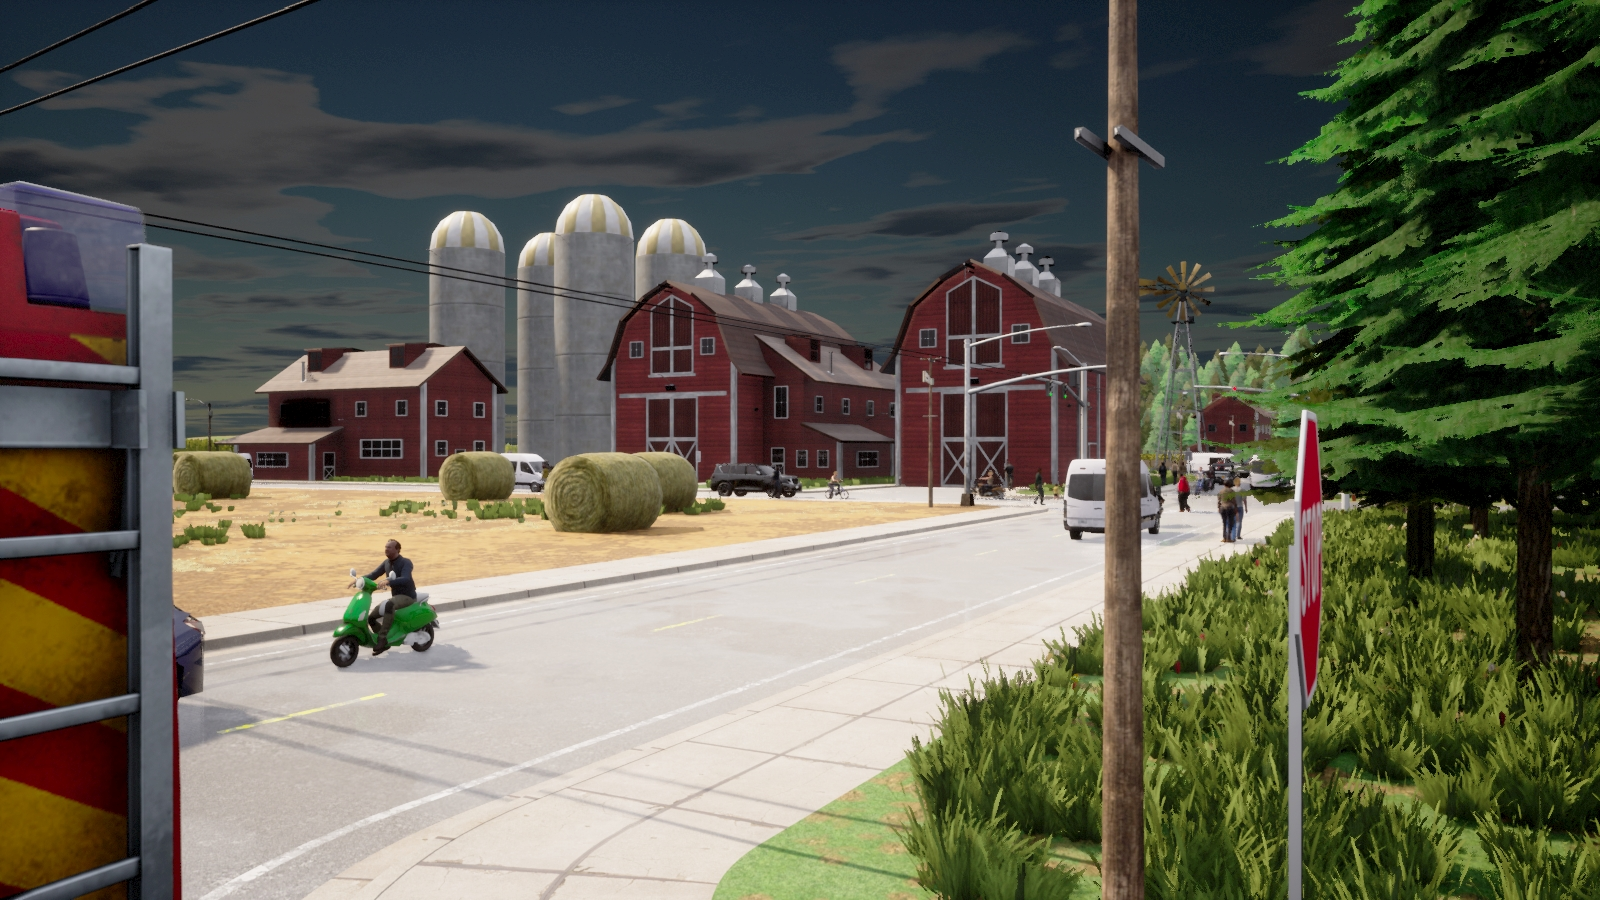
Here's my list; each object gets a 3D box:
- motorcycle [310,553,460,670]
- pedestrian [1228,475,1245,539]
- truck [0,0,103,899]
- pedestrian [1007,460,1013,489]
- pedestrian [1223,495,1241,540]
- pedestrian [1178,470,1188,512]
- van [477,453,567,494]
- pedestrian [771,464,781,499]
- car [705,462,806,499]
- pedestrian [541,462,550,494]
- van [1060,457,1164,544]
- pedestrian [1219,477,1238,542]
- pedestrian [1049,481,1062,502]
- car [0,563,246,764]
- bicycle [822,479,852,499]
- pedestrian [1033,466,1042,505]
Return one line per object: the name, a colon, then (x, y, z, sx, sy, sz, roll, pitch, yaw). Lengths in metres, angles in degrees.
motorcycle: (-5.597, 2.142, 15.510, 0.856, 1.316, 1.805, 0, 0, 29)
pedestrian: (13.003, 1.694, 34.065, 0.375, 1.860, 0.375, 0, 0, 40)
truck: (-6.216, 0.863, 3.450, 8.468, 3.827, 2.891, 0, 0, 26)
pedestrian: (13.336, 1.550, 72.586, 0.375, 1.860, 0.375, 0, 0, 7)
pedestrian: (12.652, 1.976, 33.472, 0.375, 1.300, 0.375, 0, 0, 43)
pedestrian: (17.197, 1.846, 51.248, 0.375, 1.860, 0.375, 0, 0, 28)
van: (-18.391, 1.495, 75.427, 5.915, 2.561, 1.988, 0, 1, 27)
pedestrian: (-1.292, 1.671, 61.000, 0.375, 1.860, 0.375, 0, 0, 43)
car: (-2.626, 1.752, 67.210, 5.566, 2.045, 2.150, 0, 0, 28)
pedestrian: (-15.164, 1.669, 68.149, 0.375, 1.860, 0.375, 0, 0, 19)
van: (10.289, 1.534, 37.301, 1.988, 2.561, 5.915, 0, 0, 28)
pedestrian: (12.271, 1.695, 32.712, 0.375, 1.860, 0.375, 0, 0, 44)
pedestrian: (13.498, 2.203, 60.267, 0.500, 1.100, 0.500, 0, 0, 36)
car: (-8.077, 2.059, 10.772, 2.163, 1.488, 4.792, 0, 0, 27)
bicycle: (2.091, 2.220, 64.750, 1.487, 1.080, 0.859, 0, 0, 28)
pedestrian: (11.290, 1.685, 54.343, 0.375, 1.860, 0.375, 0, 0, 18)
